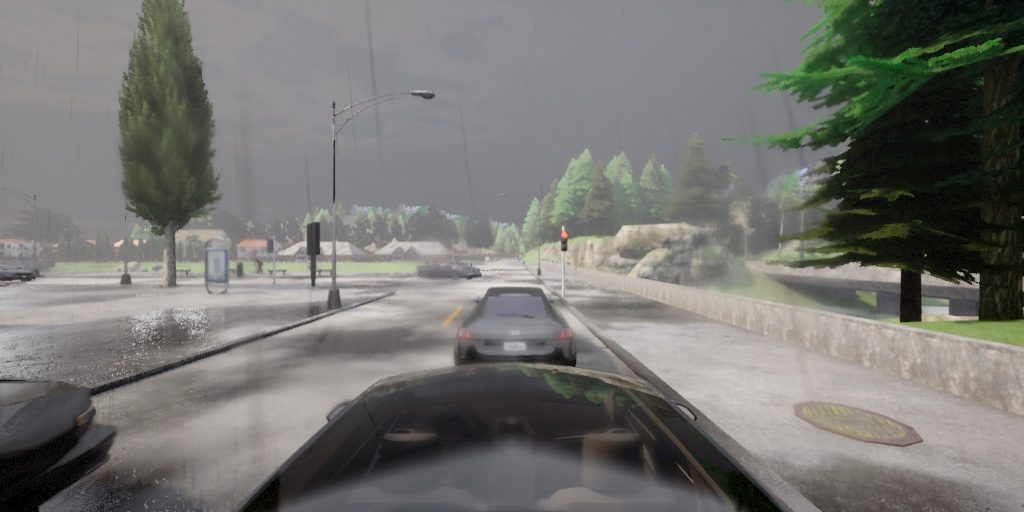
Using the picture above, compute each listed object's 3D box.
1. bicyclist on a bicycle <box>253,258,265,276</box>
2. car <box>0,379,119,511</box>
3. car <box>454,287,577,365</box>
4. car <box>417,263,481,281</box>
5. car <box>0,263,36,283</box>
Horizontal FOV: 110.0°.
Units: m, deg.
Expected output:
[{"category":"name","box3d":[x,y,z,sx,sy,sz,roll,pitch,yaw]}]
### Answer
[{"category":"bicyclist on a bicycle","box3d":[-24.104,1.054,34.139,0.582,1.620,1.656,0,0,0]},{"category":"car","box3d":[-4.096,1.299,0.413,2.033,1.411,5.357,0,0,0]},{"category":"car","box3d":[0.063,1.306,7.318,1.994,1.385,4.181,0,0,0]},{"category":"car","box3d":[-5.106,1.259,28.952,5.357,1.411,2.033,0,0,27]},{"category":"car","box3d":[-37.433,1.222,25.747,4.892,1.490,1.837,0,0,0]}]
